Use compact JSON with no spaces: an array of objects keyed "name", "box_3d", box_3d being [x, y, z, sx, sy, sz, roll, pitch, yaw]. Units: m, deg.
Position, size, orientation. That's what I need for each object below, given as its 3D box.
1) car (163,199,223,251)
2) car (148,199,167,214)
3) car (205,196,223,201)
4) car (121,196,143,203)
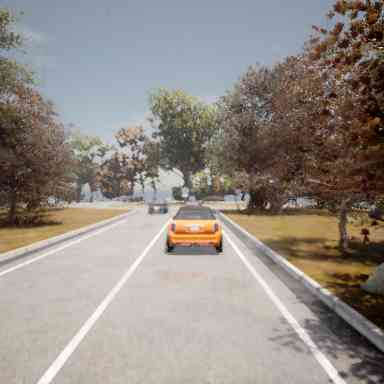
[{"name":"car","box_3d":[0.098,1.356,14.196,2.097,1.767,4.553,0,0,0]},{"name":"car","box_3d":[-3.515,1.502,35.517,2.128,1.511,4.902,0,0,0]},{"name":"car","box_3d":[4.204,1.556,73.782,5.357,1.411,2.033,0,0,18]},{"name":"car","box_3d":[-12.658,1.543,70.253,4.902,1.511,2.128,0,0,-43]}]
